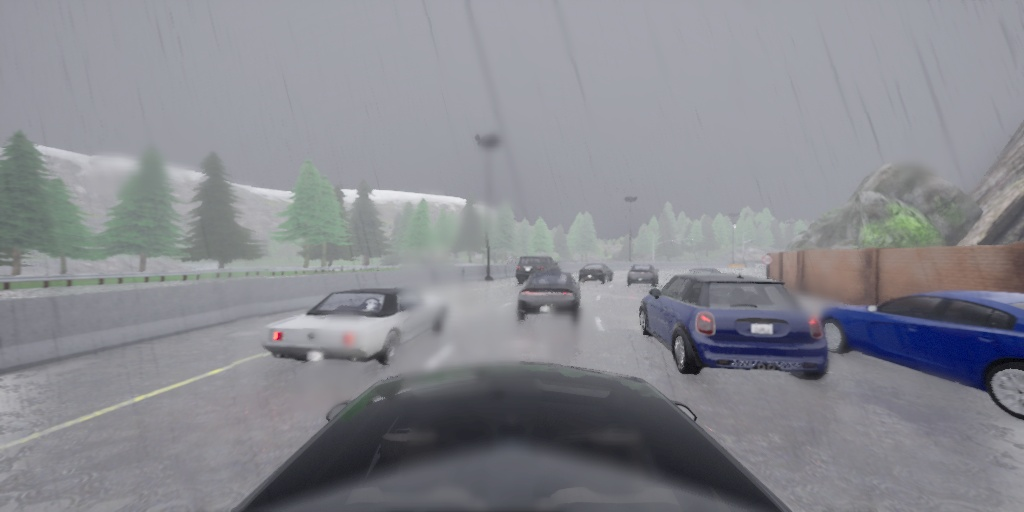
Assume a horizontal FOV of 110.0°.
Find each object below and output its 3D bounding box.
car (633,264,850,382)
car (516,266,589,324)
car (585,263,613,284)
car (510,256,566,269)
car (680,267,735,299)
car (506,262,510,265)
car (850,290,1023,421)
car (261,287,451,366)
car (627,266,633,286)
[{"bbox_3d":[4.132,1.138,7.573,2.097,1.767,4.553,0,0,9],"label":"car"},{"bbox_3d":[1.381,1.268,12.191,2.128,1.511,4.902,0,0,10],"label":"car"},{"bbox_3d":[6.639,1.314,27.983,1.882,1.535,5.008,0,0,25],"label":"car"},{"bbox_3d":[2.093,1.024,26.541,2.150,2.045,5.566,0,0,23],"label":"car"},{"bbox_3d":[10.931,1.400,20.433,2.033,1.411,5.357,0,0,21],"label":"car"},{"bbox_3d":[0.936,1.204,62.284,2.097,1.767,4.553,0,0,44],"label":"car"},{"bbox_3d":[7.395,1.283,5.763,1.882,1.535,5.008,0,0,7],"label":"car"},{"bbox_3d":[-2.880,1.342,8.005,1.895,1.301,4.718,0,0,8],"label":"car"},{"bbox_3d":[9.421,1.343,25.703,2.128,1.511,4.902,0,0,25],"label":"car"}]
